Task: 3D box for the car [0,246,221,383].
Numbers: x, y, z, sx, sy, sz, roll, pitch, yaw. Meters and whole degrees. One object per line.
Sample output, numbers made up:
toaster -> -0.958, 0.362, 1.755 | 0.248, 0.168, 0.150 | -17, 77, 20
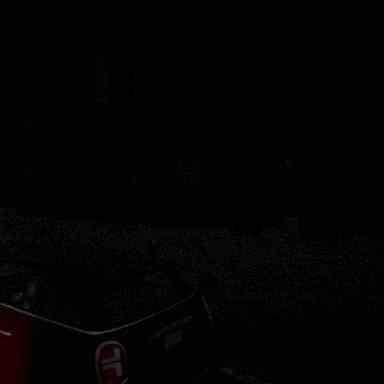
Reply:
car -> -1.760, 1.442, 4.325 | 4.097, 1.590, 1.967 | 0, 0, 35
